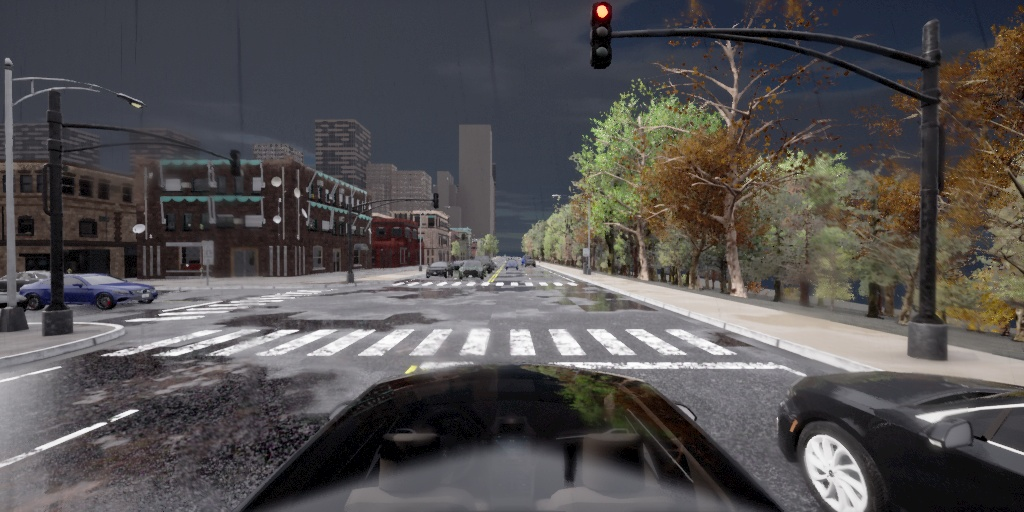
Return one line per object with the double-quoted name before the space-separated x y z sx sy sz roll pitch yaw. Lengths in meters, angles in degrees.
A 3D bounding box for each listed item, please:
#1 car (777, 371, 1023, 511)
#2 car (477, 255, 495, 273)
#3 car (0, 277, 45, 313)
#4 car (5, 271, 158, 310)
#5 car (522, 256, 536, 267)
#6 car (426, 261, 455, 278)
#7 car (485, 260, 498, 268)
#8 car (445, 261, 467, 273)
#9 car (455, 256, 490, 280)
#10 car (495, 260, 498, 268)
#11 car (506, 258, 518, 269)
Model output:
"car" 3.366 1.255 1.255 1.837 1.490 4.892 0 0 -2
"car" -3.435 0.958 41.271 2.150 2.045 5.566 0 0 0
"car" -19.973 1.565 12.631 4.313 1.339 1.948 0 0 0
"car" -18.095 1.475 15.371 4.674 1.442 1.812 -1 1 -1
"car" 3.203 1.231 63.655 1.837 1.490 4.892 0 0 0
"car" -6.664 1.217 33.518 1.882 1.535 5.008 0 0 0
"car" -3.449 1.328 61.058 1.895 1.301 4.718 0 0 1
"car" -6.683 1.336 43.480 1.895 1.301 4.718 0 0 0
"car" -3.413 1.093 31.691 2.097 1.767 4.553 0 0 0
"car" -3.458 1.296 50.777 1.994 1.385 4.181 0 0 0
"car" -0.030 1.278 54.852 2.033 1.411 5.357 0 0 0
